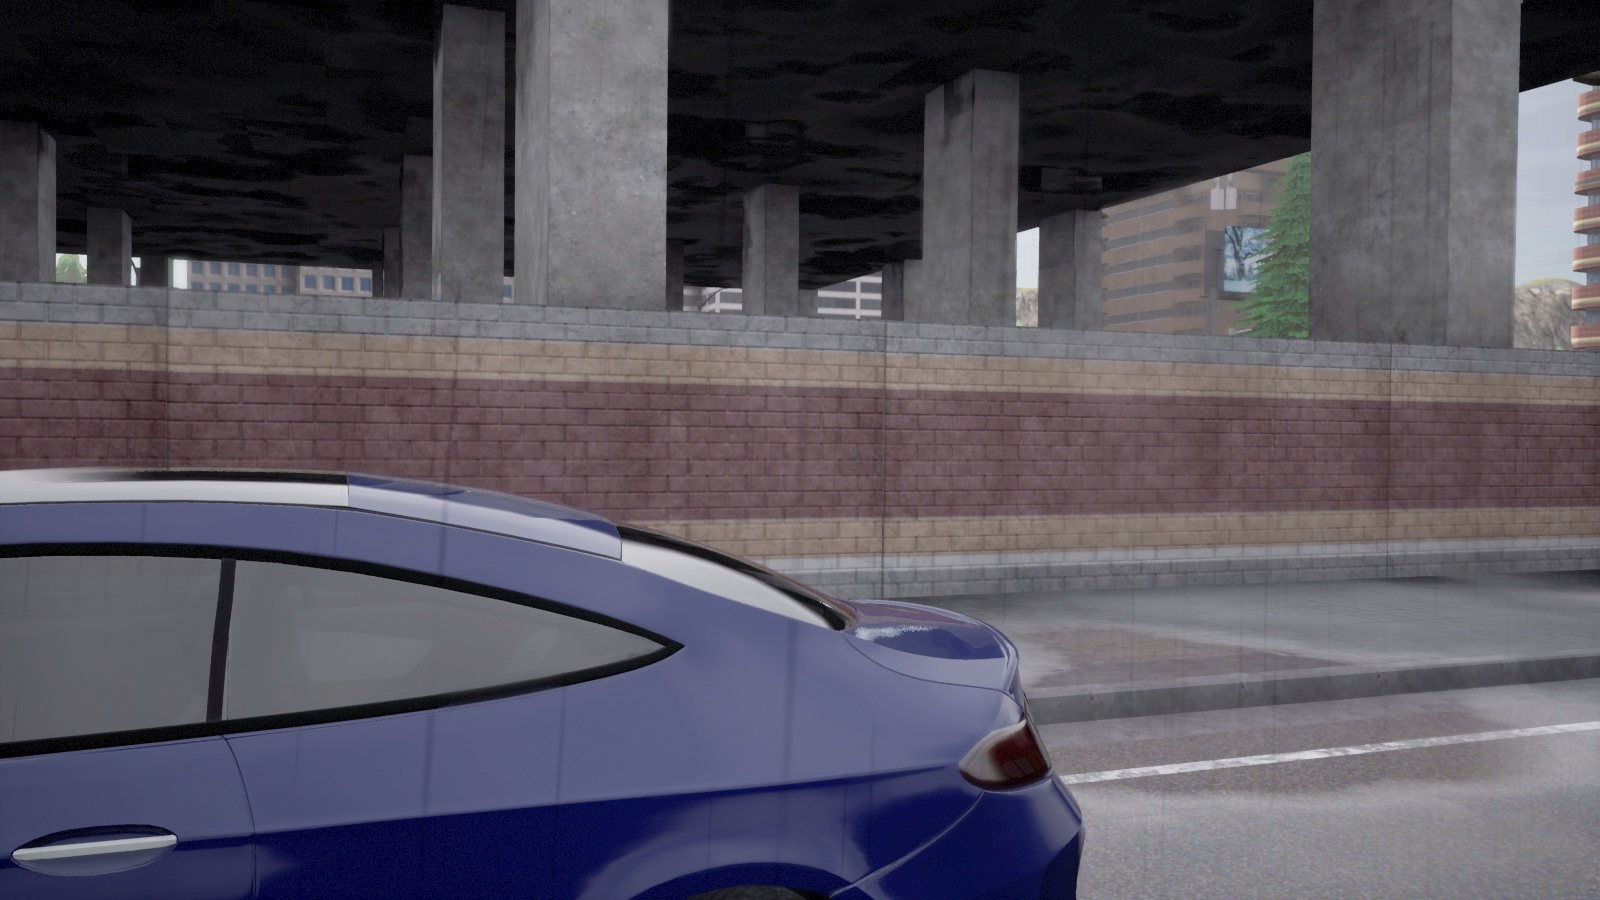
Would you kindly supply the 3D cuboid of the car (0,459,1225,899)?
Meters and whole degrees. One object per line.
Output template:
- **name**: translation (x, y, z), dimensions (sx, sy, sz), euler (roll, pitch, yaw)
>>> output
- **car**: translation (-1.621, 0.799, 2.622), dimensions (4.674, 1.442, 1.812), euler (-1, 1, -21)
